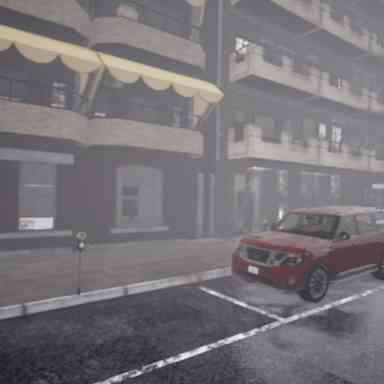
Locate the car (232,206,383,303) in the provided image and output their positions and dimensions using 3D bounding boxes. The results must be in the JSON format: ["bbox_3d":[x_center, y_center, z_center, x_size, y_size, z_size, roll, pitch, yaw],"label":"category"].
[{"bbox_3d":[3.345,1.321,8.456,5.009,1.841,2.192,0,1,-35],"label":"car"}]
